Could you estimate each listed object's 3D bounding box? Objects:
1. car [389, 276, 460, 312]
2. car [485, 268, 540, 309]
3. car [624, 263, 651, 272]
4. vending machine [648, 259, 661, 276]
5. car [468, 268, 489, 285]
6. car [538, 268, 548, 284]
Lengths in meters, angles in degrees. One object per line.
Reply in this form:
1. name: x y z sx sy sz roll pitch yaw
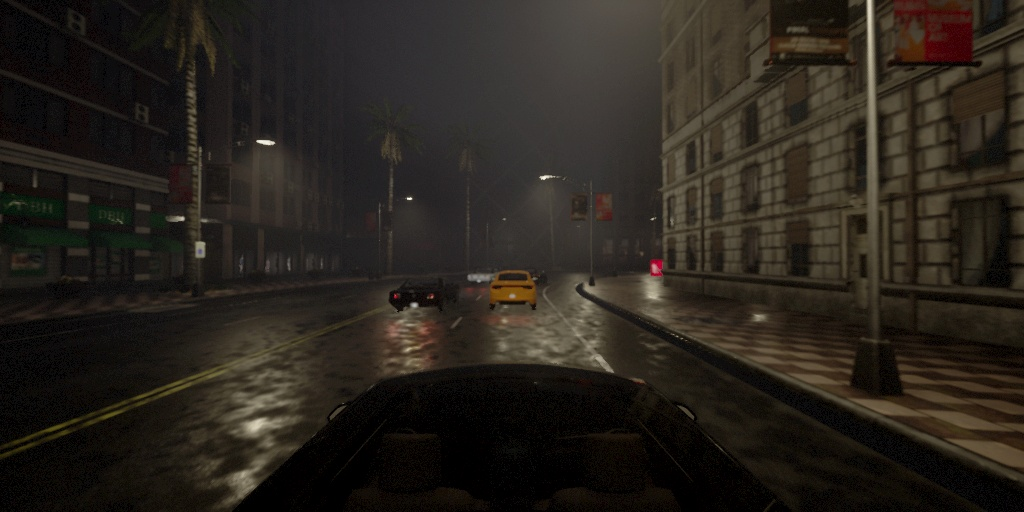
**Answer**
1. car: -3.444 1.498 15.078 1.895 1.301 4.718 0 -1 1
2. car: 0.093 1.386 16.080 1.882 1.535 5.008 0 0 2
3. car: 21.478 1.955 59.958 4.181 1.385 1.994 0 -1 -17
4. vending machine: 16.410 1.377 40.851 1.100 2.100 0.880 0 0 45
5. car: -1.902 1.658 29.521 1.895 1.301 4.718 0 -1 16
6. car: 1.607 1.615 29.004 1.994 1.385 4.181 0 -1 17
